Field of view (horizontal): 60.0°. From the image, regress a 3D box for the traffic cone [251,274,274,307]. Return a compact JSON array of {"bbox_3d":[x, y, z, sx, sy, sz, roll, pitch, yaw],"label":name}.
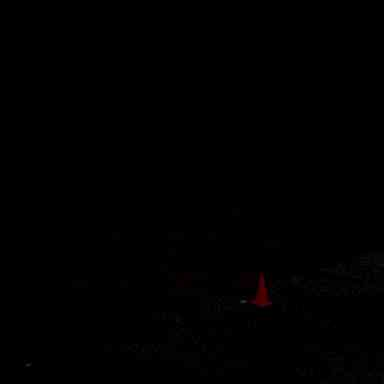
[{"bbox_3d":[1.415,1.941,6.686,0.340,0.580,0.340,0,0,-38],"label":"traffic cone"}]
